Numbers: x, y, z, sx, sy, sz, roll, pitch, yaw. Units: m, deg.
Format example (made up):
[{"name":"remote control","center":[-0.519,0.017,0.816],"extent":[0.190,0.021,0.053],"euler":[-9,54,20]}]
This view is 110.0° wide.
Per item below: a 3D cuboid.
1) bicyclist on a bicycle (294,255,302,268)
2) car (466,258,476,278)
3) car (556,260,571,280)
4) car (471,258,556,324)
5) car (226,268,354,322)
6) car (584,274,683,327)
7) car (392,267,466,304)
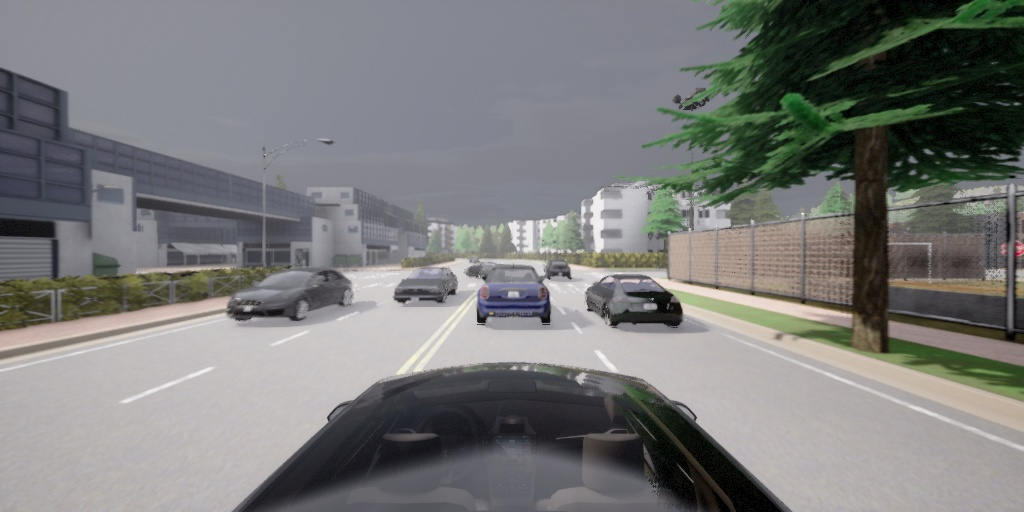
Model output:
[{"name":"bicyclist on a bicycle","center":[-25.420,0.748,42.573],"extent":[0.582,1.620,1.656],"euler":[0,1,0]},{"name":"car","center":[-2.272,1.111,28.785],"extent":[1.994,1.385,4.181],"euler":[0,0,-29]},{"name":"car","center":[3.562,1.053,28.754],"extent":[1.837,1.490,4.892],"euler":[0,1,0]},{"name":"car","center":[0.059,1.027,11.761],"extent":[2.097,1.767,4.553],"euler":[0,0,0]},{"name":"car","center":[-7.072,1.179,12.043],"extent":[1.837,1.490,4.892],"euler":[0,0,0]},{"name":"car","center":[3.555,1.244,11.175],"extent":[1.994,1.385,4.181],"euler":[0,0,0]},{"name":"car","center":[-3.546,1.192,15.833],"extent":[2.033,1.411,5.357],"euler":[0,0,1]}]
